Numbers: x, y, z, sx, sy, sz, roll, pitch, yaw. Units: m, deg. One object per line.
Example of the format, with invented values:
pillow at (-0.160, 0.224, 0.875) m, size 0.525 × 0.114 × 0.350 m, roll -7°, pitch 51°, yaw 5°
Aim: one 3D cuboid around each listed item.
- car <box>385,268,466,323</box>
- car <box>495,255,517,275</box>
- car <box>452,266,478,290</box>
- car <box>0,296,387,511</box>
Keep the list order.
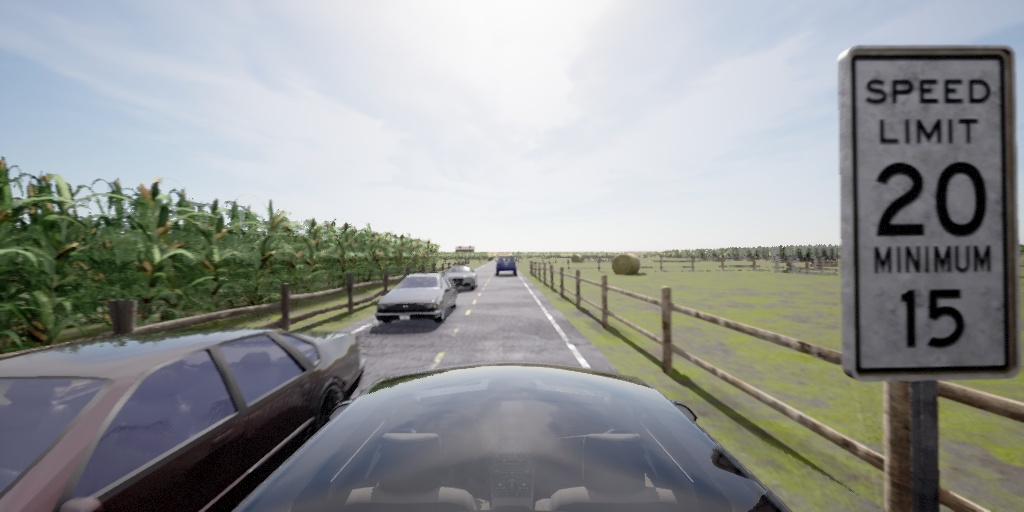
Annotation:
car at (-3.038, 1.327, 12.624) m, size 2.033 × 1.411 × 5.357 m, roll -1°, pitch 0°, yaw -1°
car at (-0.628, 0.941, 38.352) m, size 2.150 × 2.045 × 5.566 m, roll -1°, pitch 0°, yaw -2°
car at (-3.243, 1.336, 22.704) m, size 1.994 × 1.385 × 4.181 m, roll -1°, pitch 0°, yaw -1°
car at (-2.825, 1.334, 2.535) m, size 2.033 × 1.411 × 5.357 m, roll -1°, pitch 0°, yaw -1°
